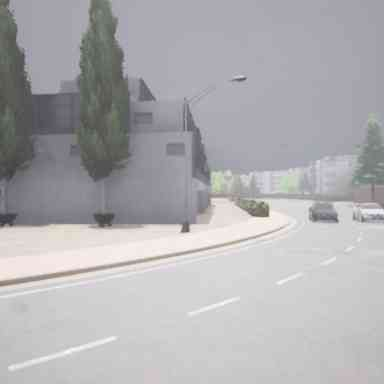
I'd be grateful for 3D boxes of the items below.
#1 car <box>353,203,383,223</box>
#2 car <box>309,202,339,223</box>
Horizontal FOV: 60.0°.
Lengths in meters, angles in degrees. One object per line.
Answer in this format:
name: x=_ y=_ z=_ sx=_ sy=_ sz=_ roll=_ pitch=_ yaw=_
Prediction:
car: x=14.010 y=1.599 z=26.238 sx=1.812 sy=1.442 sz=4.674 roll=0 pitch=0 yaw=14
car: x=10.478 y=1.598 z=26.563 sx=1.837 sy=1.490 sz=4.892 roll=0 pitch=0 yaw=15
